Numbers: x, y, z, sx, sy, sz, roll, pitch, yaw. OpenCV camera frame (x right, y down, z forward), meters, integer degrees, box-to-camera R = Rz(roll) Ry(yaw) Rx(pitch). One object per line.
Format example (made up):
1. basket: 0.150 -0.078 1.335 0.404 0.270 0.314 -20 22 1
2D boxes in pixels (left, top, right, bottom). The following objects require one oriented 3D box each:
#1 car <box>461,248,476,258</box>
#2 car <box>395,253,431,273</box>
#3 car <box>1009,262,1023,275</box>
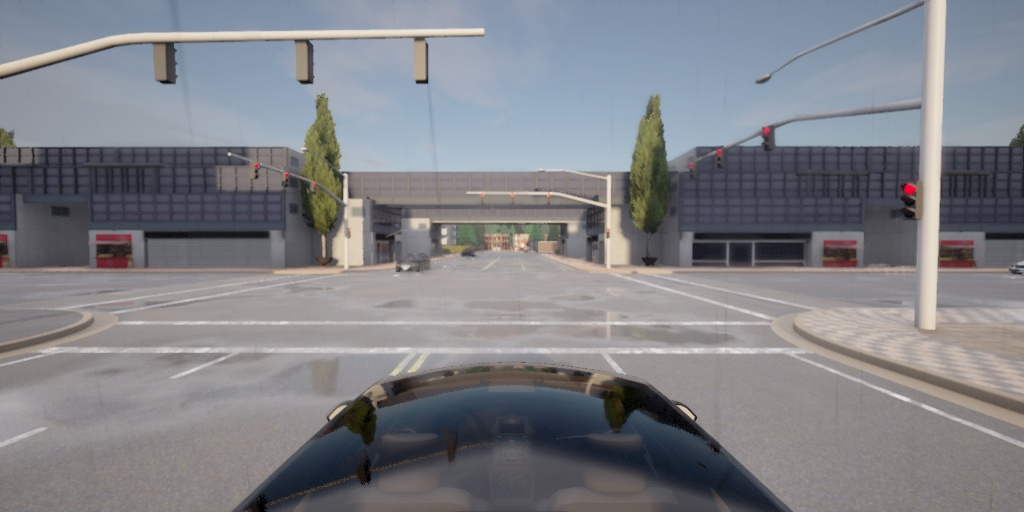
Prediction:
1. car: -7.477 -0.605 61.820 2.097 1.767 4.553 0 1 0
2. car: -7.699 0.555 28.277 2.128 1.511 4.902 0 2 0
3. car: 36.761 0.646 24.192 4.674 1.442 1.812 0 2 0
